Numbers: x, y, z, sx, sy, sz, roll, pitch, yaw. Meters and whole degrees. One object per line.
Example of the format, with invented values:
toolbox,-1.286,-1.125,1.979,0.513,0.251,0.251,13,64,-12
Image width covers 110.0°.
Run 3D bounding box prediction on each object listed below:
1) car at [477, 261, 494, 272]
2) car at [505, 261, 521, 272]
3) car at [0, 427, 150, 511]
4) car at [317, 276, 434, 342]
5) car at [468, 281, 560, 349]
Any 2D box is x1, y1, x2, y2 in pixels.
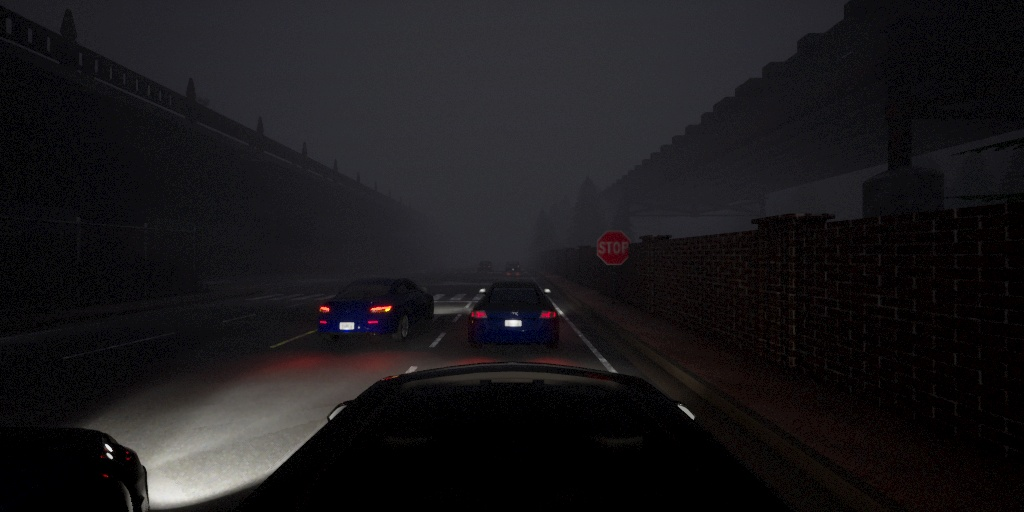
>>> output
car,-3.394,1.297,45.835,2.033,1.411,5.357,0,0,-1
car,0.101,1.351,45.994,1.895,1.301,4.718,0,0,-1
car,-3.398,1.314,0.602,1.994,1.385,4.181,0,0,0
car,-3.412,1.276,9.698,1.812,1.442,4.674,0,0,0
car,0.070,1.314,9.176,1.994,1.385,4.181,0,0,1
